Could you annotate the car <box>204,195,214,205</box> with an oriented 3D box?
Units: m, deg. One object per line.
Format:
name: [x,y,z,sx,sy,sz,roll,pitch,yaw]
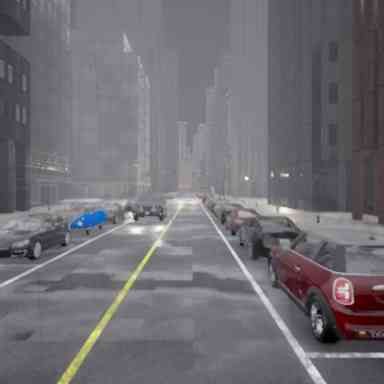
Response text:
car: [2.741,1.364,40.223,1.887,1.381,4.507,0,0,0]

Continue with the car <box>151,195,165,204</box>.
car: [-5.793,1.304,57.108,2.008,1.369,4.403,0,0,0]

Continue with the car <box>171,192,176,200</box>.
car: [-5.808,0.971,83.961,2.192,1.841,5.009,0,0,0]

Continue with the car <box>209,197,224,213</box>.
car: [2.747,1.390,29.120,1.752,1.417,4.829,0,0,0]

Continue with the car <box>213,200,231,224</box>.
car: [2.751,1.456,23.314,1.947,1.339,4.313,0,0,0]

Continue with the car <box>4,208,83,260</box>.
car: [-5.768,1.491,12.019,2.008,1.369,4.403,0,0,0]

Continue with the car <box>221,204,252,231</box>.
car: [2.754,1.497,17.677,1.802,1.307,4.206,0,0,0]

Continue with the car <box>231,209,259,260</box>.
car: [2.757,1.507,12.040,1.947,1.339,4.313,0,0,0]

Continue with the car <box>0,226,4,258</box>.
car: [-5.764,1.549,6.383,1.802,1.307,4.206,0,0,0]

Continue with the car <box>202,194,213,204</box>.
car: [2.738,1.322,46.029,1.752,1.417,4.829,0,0,0]

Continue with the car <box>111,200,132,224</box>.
car: [-5.774,1.440,23.292,2.008,1.369,4.403,0,0,0]

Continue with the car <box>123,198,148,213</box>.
car: [-5.781,1.386,34.564,1.887,1.381,4.507,0,0,0]

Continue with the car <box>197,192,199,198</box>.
car: [2.716,1.239,83.986,1.802,1.307,4.206,0,0,0]

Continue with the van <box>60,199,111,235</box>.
van: [-5.770,1.256,17.655,1.690,1.788,3.998,0,0,0]

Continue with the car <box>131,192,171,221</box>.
car: [-3.115,1.100,25.892,2.150,2.045,5.566,0,0,0]

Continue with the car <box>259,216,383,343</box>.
car: [2.761,1.408,6.403,1.967,1.590,4.097,0,0,0]

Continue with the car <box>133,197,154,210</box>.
car: [-5.784,1.364,40.200,1.887,1.381,4.507,0,0,0]

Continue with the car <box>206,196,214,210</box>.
car: [2.744,1.408,34.587,1.947,1.339,4.313,0,0,0]

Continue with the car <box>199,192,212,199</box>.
car: [2.732,1.069,57.132,2.192,1.841,5.009,0,0,0]
